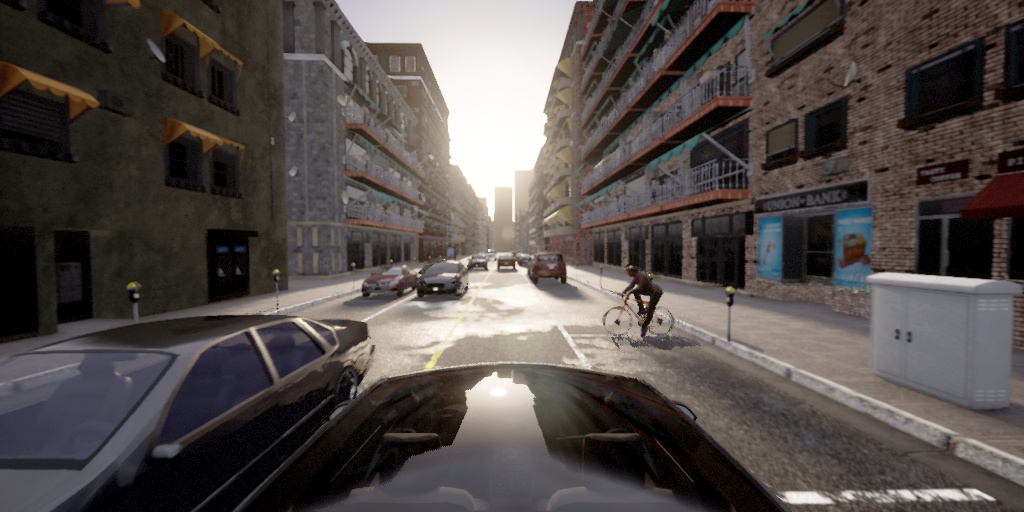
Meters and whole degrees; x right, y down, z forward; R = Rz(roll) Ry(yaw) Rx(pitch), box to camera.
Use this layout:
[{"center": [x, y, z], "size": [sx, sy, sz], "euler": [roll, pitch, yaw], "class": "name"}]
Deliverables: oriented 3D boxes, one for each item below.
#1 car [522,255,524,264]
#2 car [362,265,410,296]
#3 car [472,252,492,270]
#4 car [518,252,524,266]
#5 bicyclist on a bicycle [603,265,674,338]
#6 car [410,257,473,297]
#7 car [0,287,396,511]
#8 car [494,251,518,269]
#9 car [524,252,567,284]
[{"center": [2.059, 0.803, 27.988], "size": [2.007, 1.370, 4.403], "euler": [0, 0, -1], "class": "car"}, {"center": [-5.577, 1.075, 16.893], "size": [1.802, 1.307, 4.207], "euler": [0, 0, -1], "class": "car"}, {"center": [-3.400, 0.628, 36.789], "size": [1.837, 1.490, 4.892], "euler": [0, 1, -1], "class": "car"}, {"center": [1.733, 0.509, 44.975], "size": [1.948, 1.339, 4.313], "euler": [0, 0, -1], "class": "car"}, {"center": [2.900, 1.034, 8.209], "size": [1.656, 1.620, 0.582], "euler": [0, 1, -1], "class": "bicyclist on a bicycle"}, {"center": [-3.110, 0.984, 16.800], "size": [1.837, 1.490, 4.892], "euler": [0, 2, -1], "class": "car"}, {"center": [-2.848, 1.287, 2.958], "size": [2.033, 1.411, 5.357], "euler": [0, 1, -1], "class": "car"}, {"center": [-0.592, 0.558, 38.088], "size": [1.882, 1.535, 5.008], "euler": [0, 1, -1], "class": "car"}, {"center": [2.167, 0.671, 22.326], "size": [2.192, 1.841, 5.009], "euler": [0, 0, -1], "class": "car"}]
